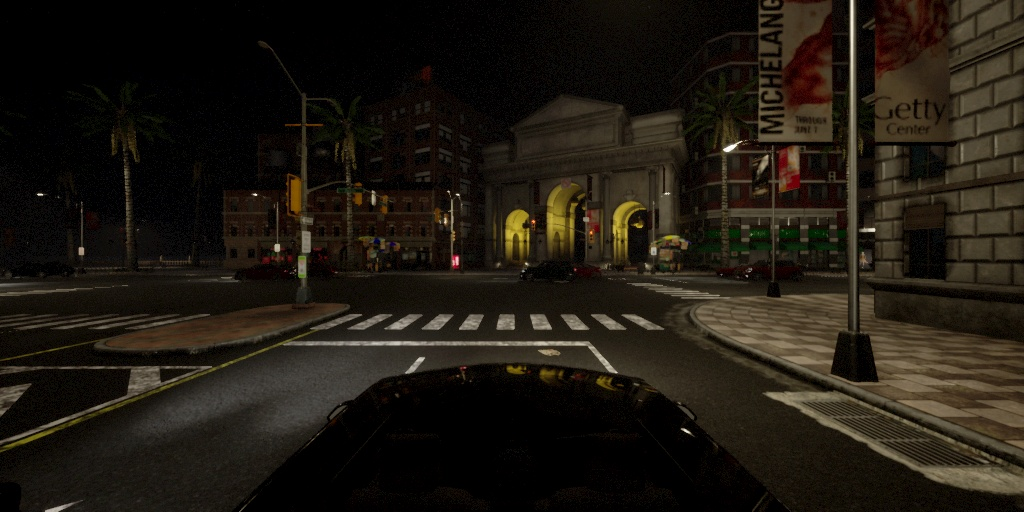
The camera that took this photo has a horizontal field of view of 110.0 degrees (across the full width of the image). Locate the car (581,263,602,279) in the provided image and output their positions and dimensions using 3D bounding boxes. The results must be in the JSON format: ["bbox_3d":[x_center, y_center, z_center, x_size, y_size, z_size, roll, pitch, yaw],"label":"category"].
[{"bbox_3d":[5.844,1.314,31.876,4.181,1.385,1.994,0,0,0],"label":"car"}]

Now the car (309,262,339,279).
[{"bbox_3d":[-17.992,1.275,32.027,4.674,1.442,1.812,0,0,0],"label":"car"}]

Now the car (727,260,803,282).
[{"bbox_3d":[20.070,1.102,28.269,4.553,1.767,2.097,0,0,1],"label":"car"}]

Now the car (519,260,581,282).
[{"bbox_3d":[2.820,1.103,28.395,4.553,1.767,2.097,0,0,0],"label":"car"}]

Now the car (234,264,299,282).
[{"bbox_3d":[-19.528,1.314,28.537,4.181,1.385,1.994,0,0,0],"label":"car"}]

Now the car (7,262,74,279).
[{"bbox_3d":[-42.464,1.255,32.181,4.892,1.490,1.837,0,0,0],"label":"car"}]

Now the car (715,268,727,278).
[{"bbox_3d":[20.809,1.351,31.773,4.718,1.301,1.895,0,0,0],"label":"car"}]

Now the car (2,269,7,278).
[{"bbox_3d":[-39.477,1.297,24.971,5.357,1.411,2.033,0,0,0],"label":"car"}]
